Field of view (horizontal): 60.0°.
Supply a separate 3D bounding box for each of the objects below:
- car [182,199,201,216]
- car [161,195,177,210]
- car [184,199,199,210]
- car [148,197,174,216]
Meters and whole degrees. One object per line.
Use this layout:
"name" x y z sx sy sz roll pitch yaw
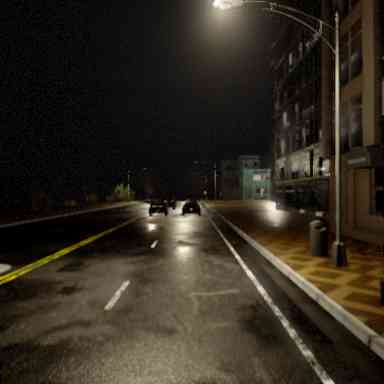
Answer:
"car" -0.057 1.670 34.560 1.994 1.385 4.181 0 0 0
"car" -3.315 1.364 45.941 2.150 2.045 5.566 0 0 0
"car" -0.067 1.686 45.743 2.033 1.411 5.357 0 0 0
"car" -3.308 1.597 34.009 2.128 1.511 4.902 0 0 0
